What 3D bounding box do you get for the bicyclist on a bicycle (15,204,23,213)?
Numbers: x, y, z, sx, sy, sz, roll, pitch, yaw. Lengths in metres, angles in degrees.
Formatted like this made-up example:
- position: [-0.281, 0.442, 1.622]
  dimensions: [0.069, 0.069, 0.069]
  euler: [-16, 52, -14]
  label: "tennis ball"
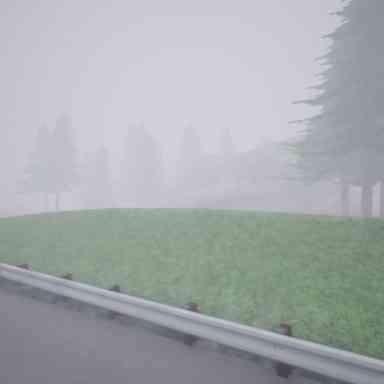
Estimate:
- position: [-32.072, 3.017, 61.770]
  dimensions: [1.656, 1.620, 0.582]
  euler: [1, -3, 11]
  label: "bicyclist on a bicycle"
